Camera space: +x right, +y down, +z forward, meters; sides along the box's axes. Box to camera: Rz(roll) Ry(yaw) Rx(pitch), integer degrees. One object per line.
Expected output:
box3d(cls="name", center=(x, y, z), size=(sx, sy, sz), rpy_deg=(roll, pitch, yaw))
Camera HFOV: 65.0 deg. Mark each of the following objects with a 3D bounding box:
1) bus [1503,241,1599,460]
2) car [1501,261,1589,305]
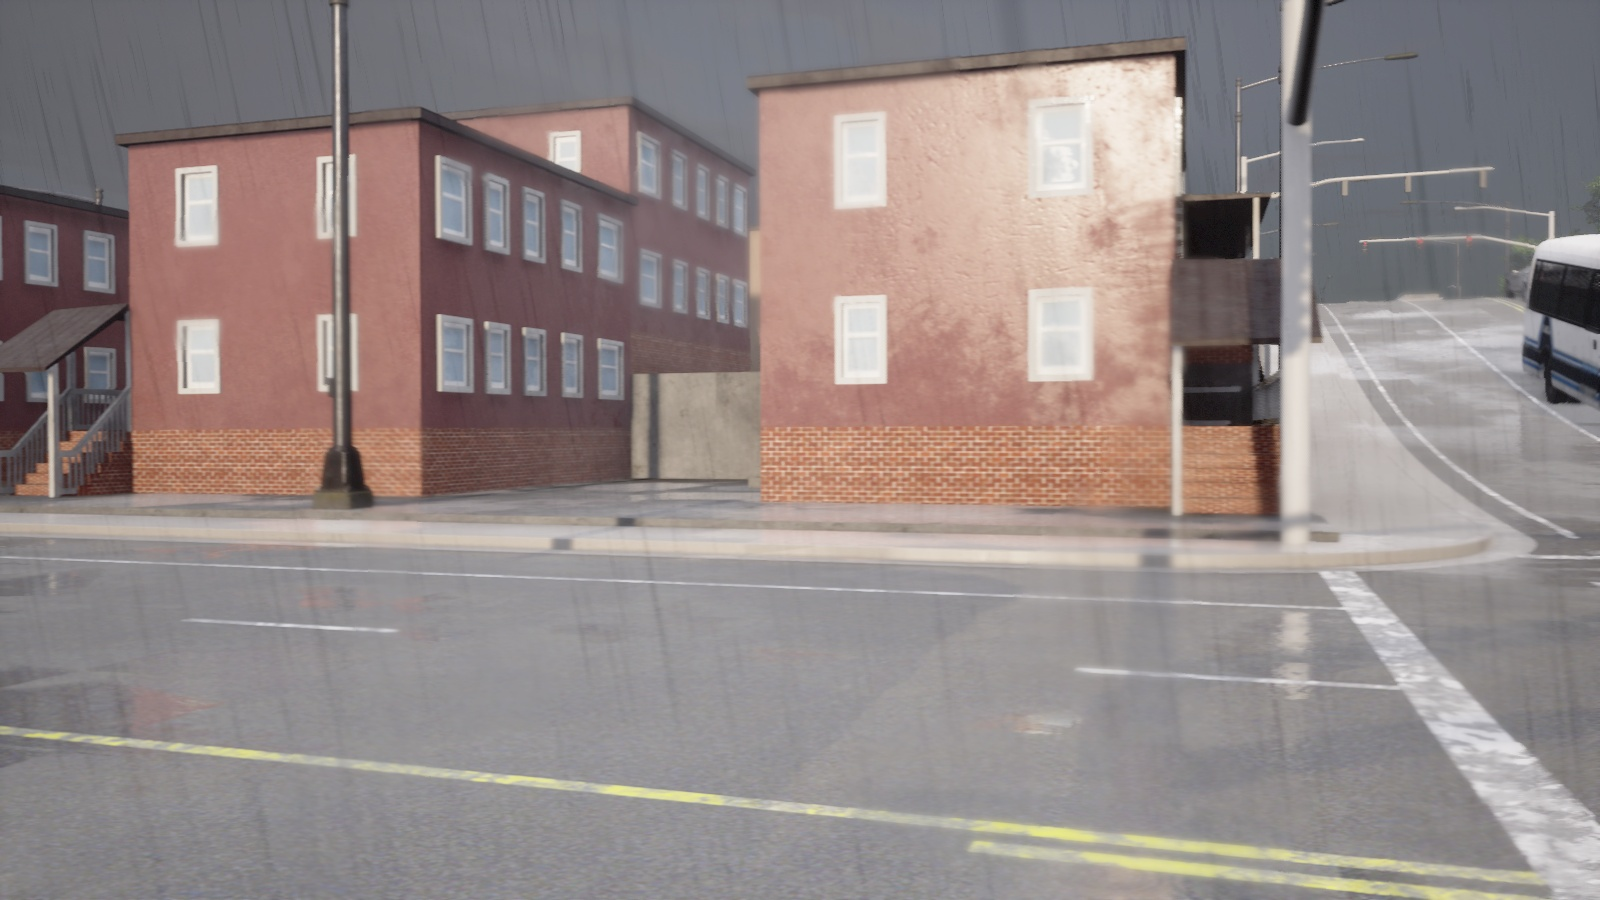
box3d(cls="bus", center=(20.203, -2.699, 30.021), size=(3.944, 4.253, 10.273), rpy_deg=(1, 11, 18))
box3d(cls="car", center=(31.884, -7.188, 53.910), size=(2.152, 1.651, 5.027), rpy_deg=(1, 9, 18))
